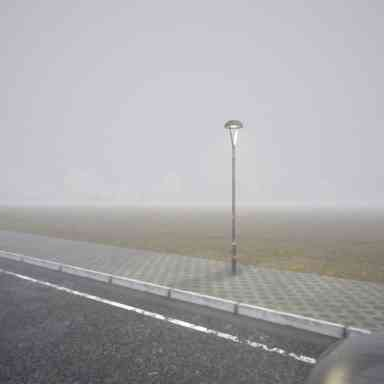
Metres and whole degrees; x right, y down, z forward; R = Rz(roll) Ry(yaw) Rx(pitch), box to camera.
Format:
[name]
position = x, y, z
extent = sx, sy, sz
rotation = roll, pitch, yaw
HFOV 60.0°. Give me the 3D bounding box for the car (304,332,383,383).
[car]
position = 3.015, 1.503, 1.551
extent = 4.892, 1.490, 1.837
rotation = -1, 0, 36
